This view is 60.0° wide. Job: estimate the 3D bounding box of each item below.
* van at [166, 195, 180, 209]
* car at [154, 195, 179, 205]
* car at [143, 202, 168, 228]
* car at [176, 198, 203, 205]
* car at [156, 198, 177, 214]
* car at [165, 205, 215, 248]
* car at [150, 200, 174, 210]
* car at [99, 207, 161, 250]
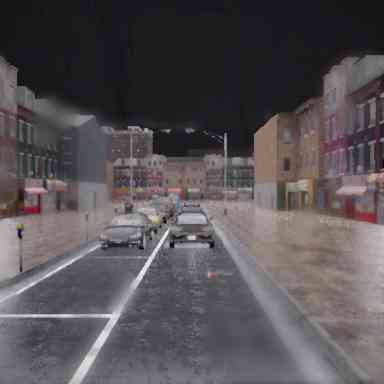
[{"bbox_3d":[-2.646,1.355,46.665,1.690,1.788,3.998,-1,0,0],"label":"van"},{"bbox_3d":[-2.646,1.317,30.384,2.192,1.841,5.009,0,0,0],"label":"car"},{"bbox_3d":[-2.644,1.524,19.360,1.752,1.417,4.829,0,0,0],"label":"car"},{"bbox_3d":[0.000,1.498,29.652,2.128,1.511,4.902,0,0,0],"label":"car"},{"bbox_3d":[-2.645,1.445,35.811,1.967,1.590,4.097,0,0,0],"label":"car"},{"bbox_3d":[0.000,1.531,14.651,1.812,1.442,4.674,0,0,0],"label":"car"},{"bbox_3d":[-2.644,1.566,24.957,1.947,1.339,4.313,0,0,0],"label":"car"},{"bbox_3d":[-2.644,1.548,14.103,2.008,1.369,4.403,0,0,0],"label":"car"}]
